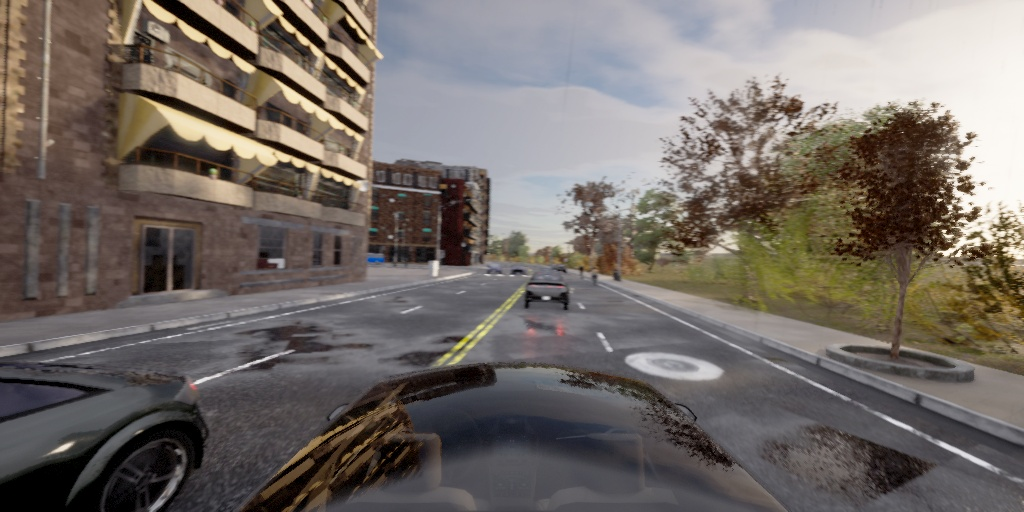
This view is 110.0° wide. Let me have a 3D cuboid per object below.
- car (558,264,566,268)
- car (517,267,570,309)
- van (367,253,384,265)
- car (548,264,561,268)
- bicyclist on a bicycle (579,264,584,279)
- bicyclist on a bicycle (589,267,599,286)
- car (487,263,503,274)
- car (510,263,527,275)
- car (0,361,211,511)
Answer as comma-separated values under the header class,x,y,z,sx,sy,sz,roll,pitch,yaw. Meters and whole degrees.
class,x,y,z,sx,sy,sz,roll,pitch,yaw
car,8.123,2.139,60.277,1.837,1.490,4.892,2,0,3
car,1.599,1.451,16.345,2.128,1.511,4.902,2,-1,6
van,-22.995,0.467,58.451,3.998,1.789,1.690,0,0,-26
car,3.263,1.768,34.144,1.994,1.385,4.181,2,-1,5
bicyclist on a bicycle,7.792,1.789,40.253,0.659,1.776,1.843,2,0,4
bicyclist on a bicycle,7.065,1.731,30.613,0.866,1.612,1.509,2,-1,5
car,-2.311,1.703,48.674,1.812,1.442,4.674,2,-1,0
car,0.955,1.690,48.629,2.097,1.767,4.553,2,-1,3
car,-3.644,1.184,1.249,1.994,1.385,4.181,2,-1,7
